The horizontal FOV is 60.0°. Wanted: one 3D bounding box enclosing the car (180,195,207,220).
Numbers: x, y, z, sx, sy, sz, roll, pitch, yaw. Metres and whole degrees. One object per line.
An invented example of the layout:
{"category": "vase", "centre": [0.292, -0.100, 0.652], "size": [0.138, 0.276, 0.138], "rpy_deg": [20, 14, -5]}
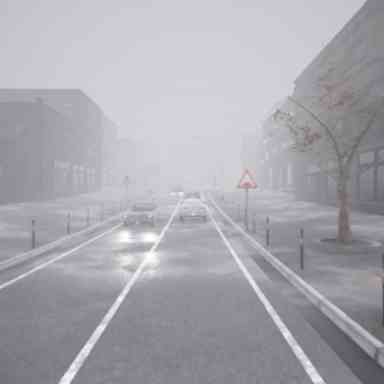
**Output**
{"category": "car", "centre": [0.093, 1.198, 24.440], "size": [1.812, 1.442, 4.674], "rpy_deg": [0, 1, 0]}

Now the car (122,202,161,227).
{"category": "car", "centre": [-3.108, 1.374, 21.103], "size": [1.895, 1.301, 4.718], "rpy_deg": [0, 2, 0]}

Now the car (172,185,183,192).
{"category": "car", "centre": [-2.745, -0.728, 64.173], "size": [1.895, 1.301, 4.718], "rpy_deg": [0, 2, 3]}

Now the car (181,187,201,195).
{"category": "car", "centre": [0.089, 0.390, 42.357], "size": [2.163, 1.488, 4.792], "rpy_deg": [0, 3, 0]}
